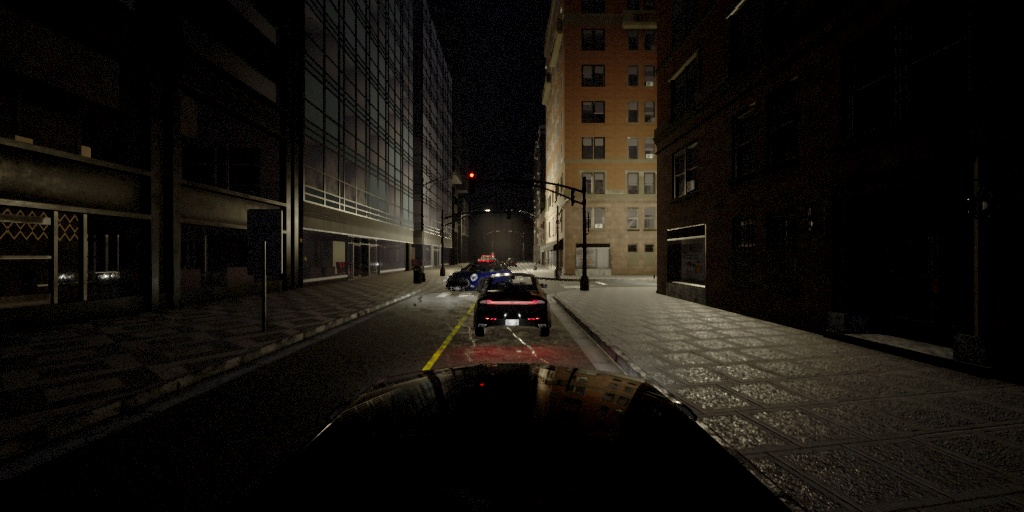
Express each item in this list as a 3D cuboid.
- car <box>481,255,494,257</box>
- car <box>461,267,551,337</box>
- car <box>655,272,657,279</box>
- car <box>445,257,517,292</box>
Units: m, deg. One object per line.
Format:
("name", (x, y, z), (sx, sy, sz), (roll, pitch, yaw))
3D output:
("car", (-3.234, 0.941, 47.578), (2.150, 2.045, 5.566), (0, 0, 0))
("car", (0.016, 1.240, 10.286), (2.128, 1.511, 4.902), (0, 0, 0))
("car", (12.854, 1.227, 26.129), (4.674, 1.442, 1.812), (0, 0, -1))
("car", (-1.785, 1.093, 20.467), (2.097, 1.767, 4.553), (1, 0, 28))
